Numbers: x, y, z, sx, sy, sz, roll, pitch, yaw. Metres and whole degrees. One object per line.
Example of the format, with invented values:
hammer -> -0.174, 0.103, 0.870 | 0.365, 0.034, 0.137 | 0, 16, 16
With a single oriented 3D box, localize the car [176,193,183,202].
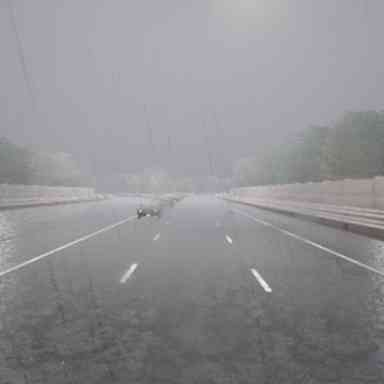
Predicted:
car -> -3.479, 1.453, 71.230 | 1.837, 1.490, 4.892 | 0, 0, 0

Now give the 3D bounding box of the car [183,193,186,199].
car -> -3.473, 1.160, 89.985 | 2.150, 2.045, 5.566 | 0, 0, 0

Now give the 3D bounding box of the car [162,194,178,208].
car -> -3.486, 1.465, 46.592 | 2.128, 1.511, 4.902 | 0, 0, 0

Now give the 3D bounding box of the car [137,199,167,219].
car -> -3.491, 1.551, 28.784 | 1.895, 1.301, 4.718 | 0, 0, 0
